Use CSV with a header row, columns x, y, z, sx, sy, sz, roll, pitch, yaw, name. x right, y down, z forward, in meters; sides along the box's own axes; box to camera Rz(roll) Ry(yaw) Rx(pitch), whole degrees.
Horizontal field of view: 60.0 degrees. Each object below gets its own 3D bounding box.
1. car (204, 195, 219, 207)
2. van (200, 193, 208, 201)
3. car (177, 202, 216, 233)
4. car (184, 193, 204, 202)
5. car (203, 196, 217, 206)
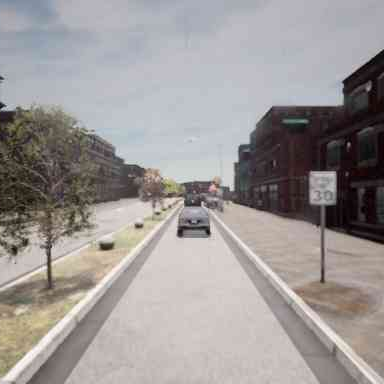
x,y,z,sx,sy,sz,roll,pitch,yaw,name
2.996,1.508,46.474,2.231,1.521,4.892,0,0,0,car
2.996,1.251,85.251,1.878,1.987,4.442,0,0,0,van
0.094,1.562,19.531,2.033,1.411,5.357,0,0,0,car
0.099,1.249,42.768,2.150,2.045,5.566,0,0,0,car
2.996,1.527,57.680,2.163,1.488,4.792,0,0,0,car
